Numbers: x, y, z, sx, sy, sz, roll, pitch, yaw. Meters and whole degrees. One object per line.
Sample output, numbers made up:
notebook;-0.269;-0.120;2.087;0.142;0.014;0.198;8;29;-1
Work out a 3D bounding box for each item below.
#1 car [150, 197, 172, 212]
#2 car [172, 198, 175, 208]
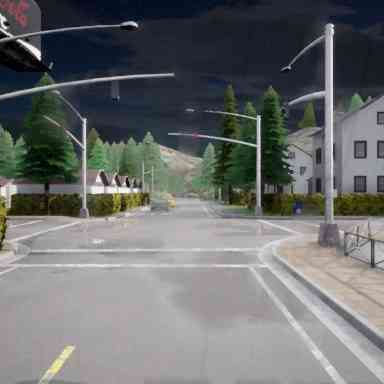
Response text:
car;-3.595;1.526;38.168;1.812;1.442;4.674;0;0;0
car;-3.601;1.478;48.640;1.882;1.535;5.008;0;0;0
